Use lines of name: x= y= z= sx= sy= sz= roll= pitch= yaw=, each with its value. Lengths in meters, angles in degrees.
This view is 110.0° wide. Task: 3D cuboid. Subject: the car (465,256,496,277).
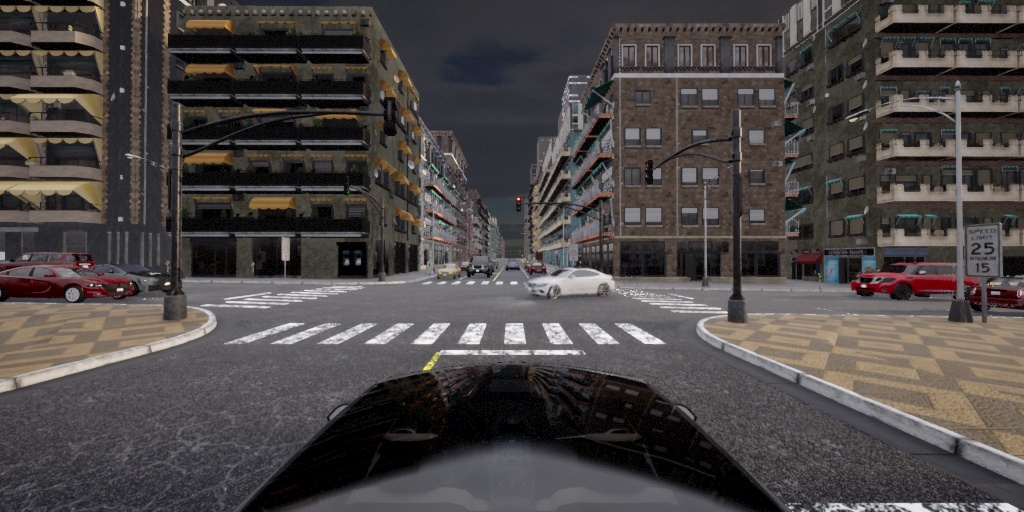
car: x=-3.091 y=0.979 z=35.247 sx=2.150 sy=2.045 sz=5.566 roll=0 pitch=0 yaw=0

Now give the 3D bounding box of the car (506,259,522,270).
car: x=0.114 y=1.327 z=52.133 sx=1.994 sy=1.385 sz=4.181 roll=0 pitch=0 yaw=0

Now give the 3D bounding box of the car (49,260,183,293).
car: x=-17.674 y=1.049 z=16.290 sx=4.181 sy=1.385 sz=1.994 roll=1 pitch=-1 yaw=-1

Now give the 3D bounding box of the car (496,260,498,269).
car: x=-3.086 y=1.265 z=45.286 sx=1.837 sy=1.490 sz=4.892 roll=0 pitch=0 yaw=0

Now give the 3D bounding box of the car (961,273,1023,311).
car: x=20.838 y=1.500 z=14.011 sx=4.097 sy=1.591 sz=1.967 roll=0 pitch=0 yaw=0

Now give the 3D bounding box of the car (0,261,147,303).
car: x=-17.259 y=1.012 z=13.700 sx=4.507 sy=1.381 sz=1.888 roll=0 pitch=0 yaw=0

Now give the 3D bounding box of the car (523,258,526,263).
car: x=2.703 y=1.200 z=43.870 sx=1.967 sy=1.591 sz=4.097 roll=0 pitch=0 yaw=0

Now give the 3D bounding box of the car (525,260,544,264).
car: x=2.701 y=1.303 z=38.346 sx=1.888 sy=1.381 sz=4.507 roll=0 pitch=0 yaw=0

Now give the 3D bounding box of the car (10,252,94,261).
car: x=-28.641 y=0.686 z=21.998 sx=5.009 sy=1.841 sz=2.192 roll=0 pitch=0 yaw=0

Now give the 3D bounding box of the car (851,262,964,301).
car: x=22.177 y=1.362 z=19.777 sx=5.566 sy=2.045 sz=2.150 roll=1 pitch=-1 yaw=0

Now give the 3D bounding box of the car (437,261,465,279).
car: x=-5.681 y=1.282 z=32.669 sx=1.751 sy=1.417 sz=4.829 roll=0 pitch=0 yaw=0

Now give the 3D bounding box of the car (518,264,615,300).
car: x=2.908 y=1.280 z=17.643 sx=4.674 sy=1.442 sz=1.812 roll=0 pitch=0 yaw=-26
